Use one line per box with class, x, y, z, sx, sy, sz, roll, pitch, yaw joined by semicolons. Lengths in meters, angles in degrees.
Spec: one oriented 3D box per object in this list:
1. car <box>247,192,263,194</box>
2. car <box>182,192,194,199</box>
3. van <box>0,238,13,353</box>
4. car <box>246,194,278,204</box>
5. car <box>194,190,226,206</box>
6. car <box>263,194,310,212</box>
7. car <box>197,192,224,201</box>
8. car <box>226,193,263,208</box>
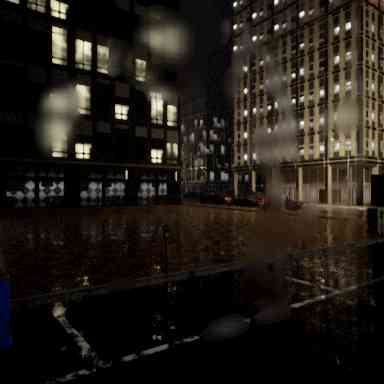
car;7.647;0.835;39.165;2.097;1.767;4.553;0;1;-36
car;-0.083;0.626;59.865;1.947;1.339;4.313;1;0;-36
van;-4.151;1.342;3.596;3.998;1.788;1.690;0;0;-36
car;9.680;0.964;46.279;1.802;1.307;4.206;1;0;-36
car;2.917;0.715;41.338;2.192;1.841;5.009;1;0;-36
car;9.420;1.055;32.285;1.967;1.590;4.097;1;0;-36
car;3.073;0.689;55.475;1.752;1.417;4.829;1;0;-36
car;6.163;1.089;36.812;1.802;1.307;4.206;1;0;-36
